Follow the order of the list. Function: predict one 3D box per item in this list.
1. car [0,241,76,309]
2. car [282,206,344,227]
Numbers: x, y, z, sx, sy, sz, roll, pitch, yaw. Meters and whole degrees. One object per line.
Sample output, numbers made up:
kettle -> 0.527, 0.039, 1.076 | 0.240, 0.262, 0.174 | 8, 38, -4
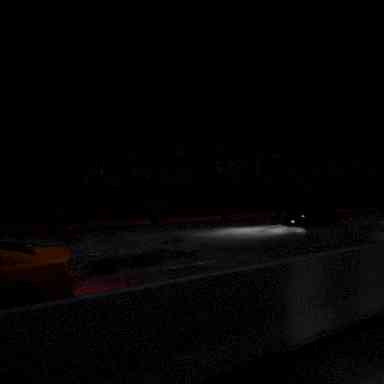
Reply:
car -> -4.433, 1.477, 5.129 | 5.008, 1.535, 1.882 | 0, 0, -36
car -> 8.341, 1.614, 22.848 | 4.718, 1.301, 1.895 | 0, 0, -36
